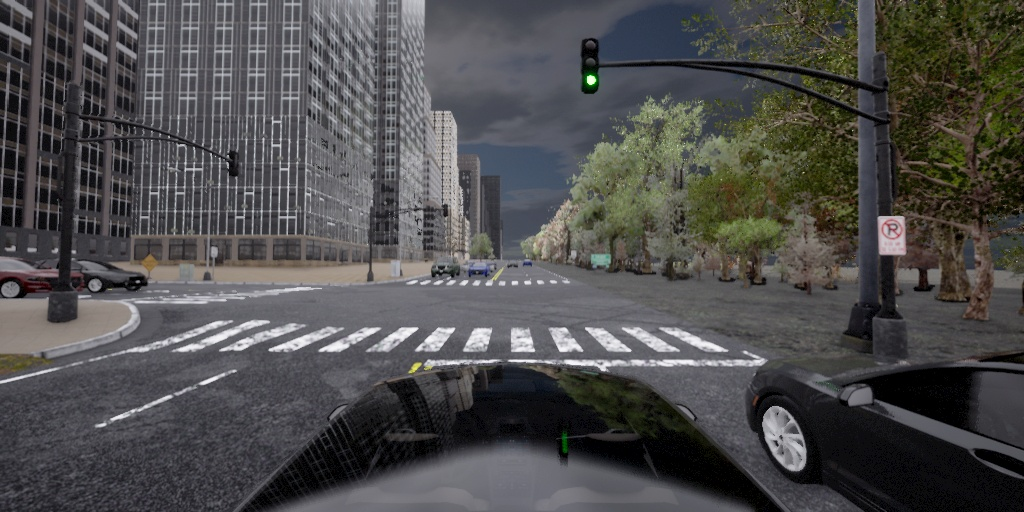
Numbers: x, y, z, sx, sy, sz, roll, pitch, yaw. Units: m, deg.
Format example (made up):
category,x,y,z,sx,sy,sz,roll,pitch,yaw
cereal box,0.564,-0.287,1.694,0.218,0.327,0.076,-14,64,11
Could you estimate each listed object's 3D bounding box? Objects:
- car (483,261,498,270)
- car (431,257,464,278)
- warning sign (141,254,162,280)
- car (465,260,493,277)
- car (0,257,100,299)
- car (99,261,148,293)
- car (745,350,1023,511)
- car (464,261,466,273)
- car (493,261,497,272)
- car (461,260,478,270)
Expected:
category,x,y,z,sx,sy,sz,roll,pitch,yaw
car,-3.334,1.471,56.561,2.033,1.411,5.357,0,0,0
car,-6.595,1.080,36.167,2.150,2.045,5.566,0,0,0
warning sign,-26.156,0.794,25.824,1.060,1.860,1.300,0,0,-4
car,-3.338,1.339,37.022,1.882,1.535,5.008,0,0,0
car,-19.372,0.775,13.541,5.008,1.535,1.882,1,-2,-3
car,-20.052,0.919,16.755,4.892,1.490,1.837,1,-2,-4
car,3.348,1.248,1.761,1.837,1.490,4.892,-1,0,0
car,-6.586,1.490,45.935,1.895,1.301,4.718,0,0,0
car,-3.342,1.492,46.346,1.895,1.301,4.718,0,0,0
car,-6.577,1.414,56.310,2.128,1.511,4.902,0,0,0
